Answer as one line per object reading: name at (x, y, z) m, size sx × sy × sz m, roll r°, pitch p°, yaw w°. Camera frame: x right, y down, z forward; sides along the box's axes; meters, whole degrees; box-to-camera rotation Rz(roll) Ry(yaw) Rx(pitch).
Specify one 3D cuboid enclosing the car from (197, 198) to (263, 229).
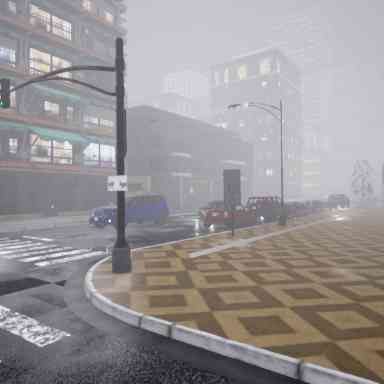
car at (2.470, 1.353, 20.765) m, size 1.967 × 1.590 × 4.097 m, roll -1°, pitch 0°, yaw 36°

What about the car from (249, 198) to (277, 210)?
car at (9.304, 1.489, 43.311) m, size 1.752 × 1.417 × 4.829 m, roll -1°, pitch 0°, yaw 36°

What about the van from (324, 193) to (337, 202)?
van at (29.318, 1.229, 70.459) m, size 1.690 × 1.788 × 3.998 m, roll -1°, pitch 0°, yaw 36°

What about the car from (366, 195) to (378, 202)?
car at (35.662, 1.334, 65.782) m, size 1.887 × 1.381 × 4.507 m, roll -1°, pitch 0°, yaw 36°

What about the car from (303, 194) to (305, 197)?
car at (22.581, 1.440, 61.318) m, size 1.752 × 1.417 × 4.829 m, roll -1°, pitch 0°, yaw 36°

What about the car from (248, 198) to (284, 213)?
car at (8.583, 1.490, 38.164) m, size 2.033 × 1.411 × 5.357 m, roll -1°, pitch 0°, yaw 37°

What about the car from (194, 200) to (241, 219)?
car at (2.356, 1.470, 29.731) m, size 1.837 × 1.490 × 4.892 m, roll -1°, pitch 0°, yaw 37°

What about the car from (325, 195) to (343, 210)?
car at (15.747, 1.415, 38.772) m, size 2.008 × 1.369 × 4.403 m, roll -1°, pitch 0°, yaw 36°

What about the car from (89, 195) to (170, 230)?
car at (-3.823, 1.209, 21.321) m, size 2.150 × 2.045 × 5.566 m, roll -1°, pitch 0°, yaw 38°

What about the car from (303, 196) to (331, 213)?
car at (12.428, 1.421, 34.270) m, size 1.887 × 1.381 × 4.507 m, roll -1°, pitch 0°, yaw 36°

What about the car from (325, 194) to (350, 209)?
car at (19.064, 1.167, 43.274) m, size 2.192 × 1.841 × 5.009 m, roll -1°, pitch 0°, yaw 36°

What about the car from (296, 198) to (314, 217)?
car at (9.109, 1.471, 29.768) m, size 1.802 × 1.307 × 4.206 m, roll -1°, pitch 0°, yaw 36°

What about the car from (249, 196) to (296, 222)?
car at (5.787, 1.216, 25.268) m, size 2.192 × 1.841 × 5.009 m, roll -1°, pitch 0°, yaw 36°
